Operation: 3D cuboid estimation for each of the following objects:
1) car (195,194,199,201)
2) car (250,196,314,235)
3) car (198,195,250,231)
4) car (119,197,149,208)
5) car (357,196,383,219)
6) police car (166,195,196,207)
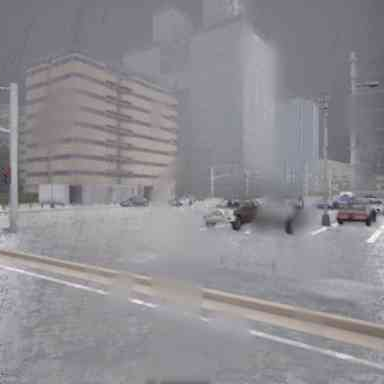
[{"bbox_3d":[0.655,1.178,60.836,1.812,1.442,4.674,0,0,34],"label":"car"},{"bbox_3d":[4.922,1.156,17.908,1.905,1.878,3.866,0,0,34],"label":"car"},{"bbox_3d":[2.554,1.153,19.573,1.932,1.855,4.605,0,0,34],"label":"car"},{"bbox_3d":[-8.260,1.503,47.698,1.837,1.490,4.892,0,0,34],"label":"car"},{"bbox_3d":[16.940,1.396,30.870,1.970,1.475,3.806,0,0,34],"label":"car"},{"bbox_3d":[-2.005,1.504,50.580,2.038,1.542,4.974,0,0,34],"label":"police car"}]
